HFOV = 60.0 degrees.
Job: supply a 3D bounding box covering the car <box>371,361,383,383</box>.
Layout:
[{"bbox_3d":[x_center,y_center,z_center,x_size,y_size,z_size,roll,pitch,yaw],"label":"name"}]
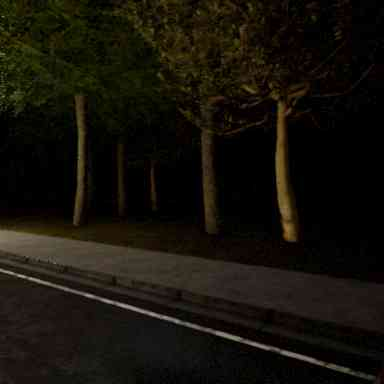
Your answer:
[{"bbox_3d":[3.307,1.609,1.324,4.718,1.301,1.895,0,0,36],"label":"car"}]
